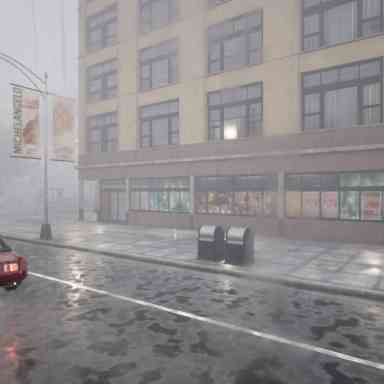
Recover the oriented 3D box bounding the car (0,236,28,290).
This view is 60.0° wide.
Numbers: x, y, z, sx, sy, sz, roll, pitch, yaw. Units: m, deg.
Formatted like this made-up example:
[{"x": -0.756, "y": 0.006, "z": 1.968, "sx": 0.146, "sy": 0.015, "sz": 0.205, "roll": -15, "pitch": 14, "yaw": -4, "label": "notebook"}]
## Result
[{"x": -5.678, "y": 1.601, "z": 8.136, "sx": 1.895, "sy": 1.301, "sz": 4.718, "roll": 0, "pitch": 0, "yaw": -42, "label": "car"}]
